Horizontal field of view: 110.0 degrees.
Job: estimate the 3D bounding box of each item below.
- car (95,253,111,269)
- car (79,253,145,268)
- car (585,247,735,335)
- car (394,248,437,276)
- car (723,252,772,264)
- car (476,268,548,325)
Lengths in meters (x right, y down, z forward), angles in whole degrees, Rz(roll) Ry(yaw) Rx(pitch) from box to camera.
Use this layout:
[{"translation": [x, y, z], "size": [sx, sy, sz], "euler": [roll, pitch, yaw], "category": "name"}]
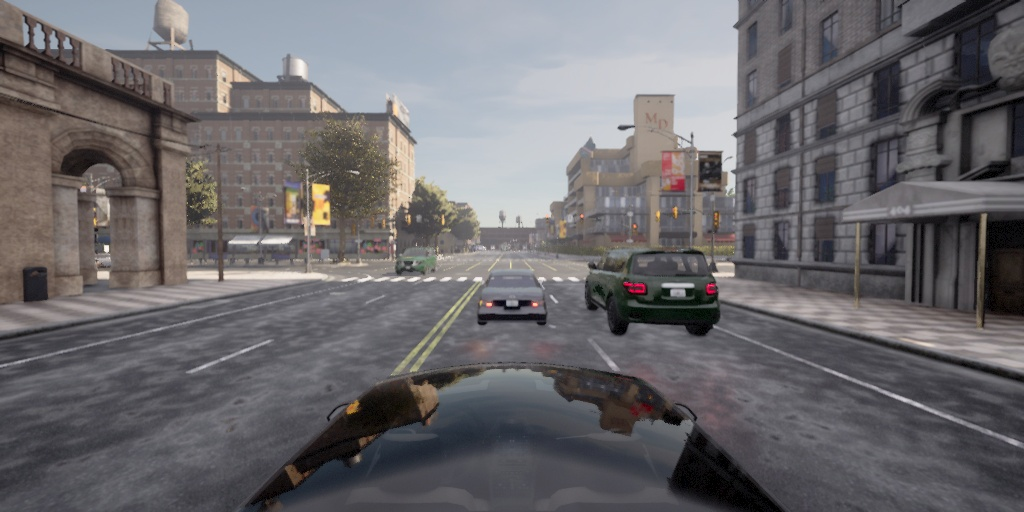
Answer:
[{"translation": [-40.442, 0.496, 32.800], "size": [4.902, 1.511, 2.128], "euler": [0, 1, 0], "category": "car"}, {"translation": [-40.426, 0.446, 36.304], "size": [4.674, 1.442, 1.812], "euler": [0, 1, 0], "category": "car"}, {"translation": [3.467, 0.774, 9.952], "size": [2.150, 2.045, 5.566], "euler": [0, 1, 2], "category": "car"}, {"translation": [-7.243, 0.379, 27.604], "size": [2.150, 2.045, 5.566], "euler": [0, 2, -1], "category": "car"}, {"translation": [29.344, 0.221, 44.797], "size": [4.892, 1.490, 1.837], "euler": [0, 1, 0], "category": "car"}, {"translation": [-0.002, 1.079, 10.806], "size": [2.033, 1.411, 5.357], "euler": [0, 1, 0], "category": "car"}]
